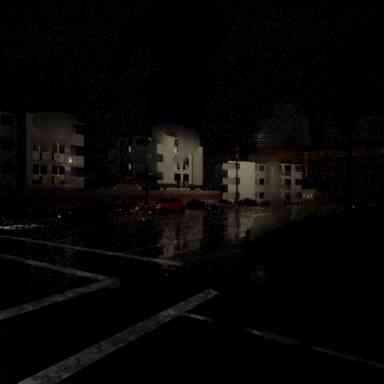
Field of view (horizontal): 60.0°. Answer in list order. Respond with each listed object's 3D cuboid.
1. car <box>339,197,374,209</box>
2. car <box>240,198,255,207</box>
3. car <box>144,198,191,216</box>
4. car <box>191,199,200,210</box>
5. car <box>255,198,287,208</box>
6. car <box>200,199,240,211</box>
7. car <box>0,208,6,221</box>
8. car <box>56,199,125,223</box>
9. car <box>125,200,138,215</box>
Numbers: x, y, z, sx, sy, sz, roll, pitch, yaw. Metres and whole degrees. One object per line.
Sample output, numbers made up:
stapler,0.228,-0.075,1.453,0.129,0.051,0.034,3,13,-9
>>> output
car,22.189,1.504,44.863,4.892,1.490,1.837,0,0,-18
car,7.854,1.561,49.499,4.181,1.385,1.994,0,0,-35
car,-2.586,1.350,32.887,2.097,1.767,4.553,0,0,38
car,0.072,1.562,41.850,1.994,1.385,4.181,0,0,39
car,11.731,1.561,47.944,4.181,1.385,1.994,0,0,-31
car,3.523,1.598,40.671,1.895,1.301,4.718,0,0,40
car,-15.140,1.505,22.089,1.837,1.490,4.892,0,0,38
car,-8.015,1.489,25.741,2.128,1.511,4.902,0,0,37
car,-7.442,1.489,32.305,2.128,1.511,4.902,0,0,37
